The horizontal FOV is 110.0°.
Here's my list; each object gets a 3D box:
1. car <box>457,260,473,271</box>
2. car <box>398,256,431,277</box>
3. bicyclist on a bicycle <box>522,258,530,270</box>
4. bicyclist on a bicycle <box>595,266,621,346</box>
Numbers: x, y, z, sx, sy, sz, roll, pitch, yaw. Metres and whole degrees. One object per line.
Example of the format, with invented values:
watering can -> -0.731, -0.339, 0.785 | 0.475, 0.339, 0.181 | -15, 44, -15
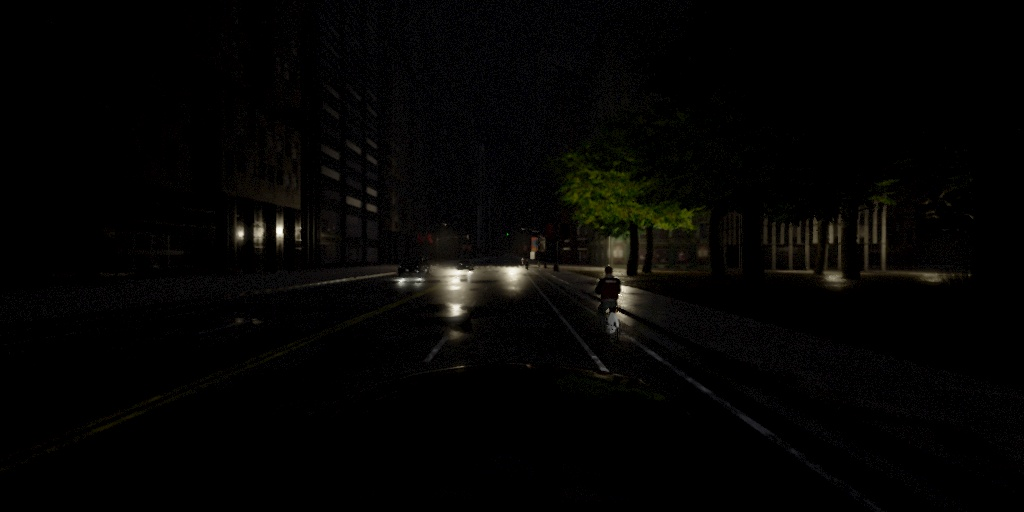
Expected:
car -> -6.524, 1.356, 50.154 | 1.837, 1.490, 4.892 | 0, 0, 1
car -> -9.838, 1.030, 36.559 | 2.150, 2.045, 5.566 | 0, 0, 0
bicyclist on a bicycle -> 2.186, 1.291, 51.609 | 0.866, 1.612, 1.509 | 0, 0, 1
bicyclist on a bicycle -> 2.252, 1.126, 8.558 | 0.659, 1.776, 1.843 | 0, 0, 0
